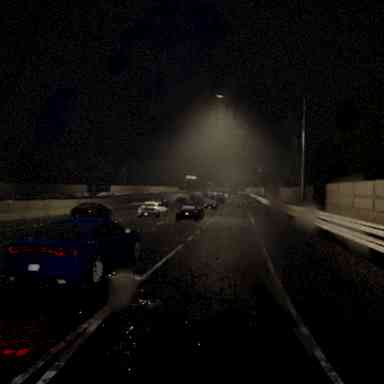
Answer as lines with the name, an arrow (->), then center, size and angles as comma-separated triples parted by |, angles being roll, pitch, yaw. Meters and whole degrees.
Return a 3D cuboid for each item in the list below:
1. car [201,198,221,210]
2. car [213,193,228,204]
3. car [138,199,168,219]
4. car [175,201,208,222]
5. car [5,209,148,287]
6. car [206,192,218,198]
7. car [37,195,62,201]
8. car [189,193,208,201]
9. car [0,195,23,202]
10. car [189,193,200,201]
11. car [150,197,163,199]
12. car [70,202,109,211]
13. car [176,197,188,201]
car -> 2.793, 1.910, 48.243 | 1.895, 1.301, 4.718 | 1, 0, 8
car -> 6.171, 1.678, 71.975 | 1.882, 1.535, 5.008 | 1, 1, 8
car -> -3.456, 1.609, 29.718 | 1.812, 1.442, 4.674 | 1, 0, 8
car -> -0.110, 1.716, 28.430 | 1.994, 1.385, 4.181 | 1, 0, 8
car -> -2.960, 1.460, 9.453 | 1.882, 1.535, 5.008 | 1, 0, 9
car -> 5.327, 1.398, 91.470 | 1.837, 1.490, 4.892 | 1, 1, 8
car -> -21.644, 1.273, 50.539 | 1.837, 1.490, 4.892 | 1, 0, 9
car -> 1.136, 1.578, 61.309 | 2.097, 1.767, 4.553 | 1, 0, 8
car -> -25.801, 1.168, 46.489 | 1.837, 1.490, 4.892 | 1, 0, 9
car -> 0.557, 1.291, 82.401 | 2.097, 1.767, 4.553 | 1, 1, 8
car -> -4.718, 1.487, 45.181 | 2.097, 1.767, 4.553 | 1, 0, 8
car -> -7.628, 1.490, 25.460 | 1.812, 1.442, 4.674 | 1, 0, 9
car -> -1.987, 1.641, 64.232 | 1.837, 1.490, 4.892 | 1, 1, 8
